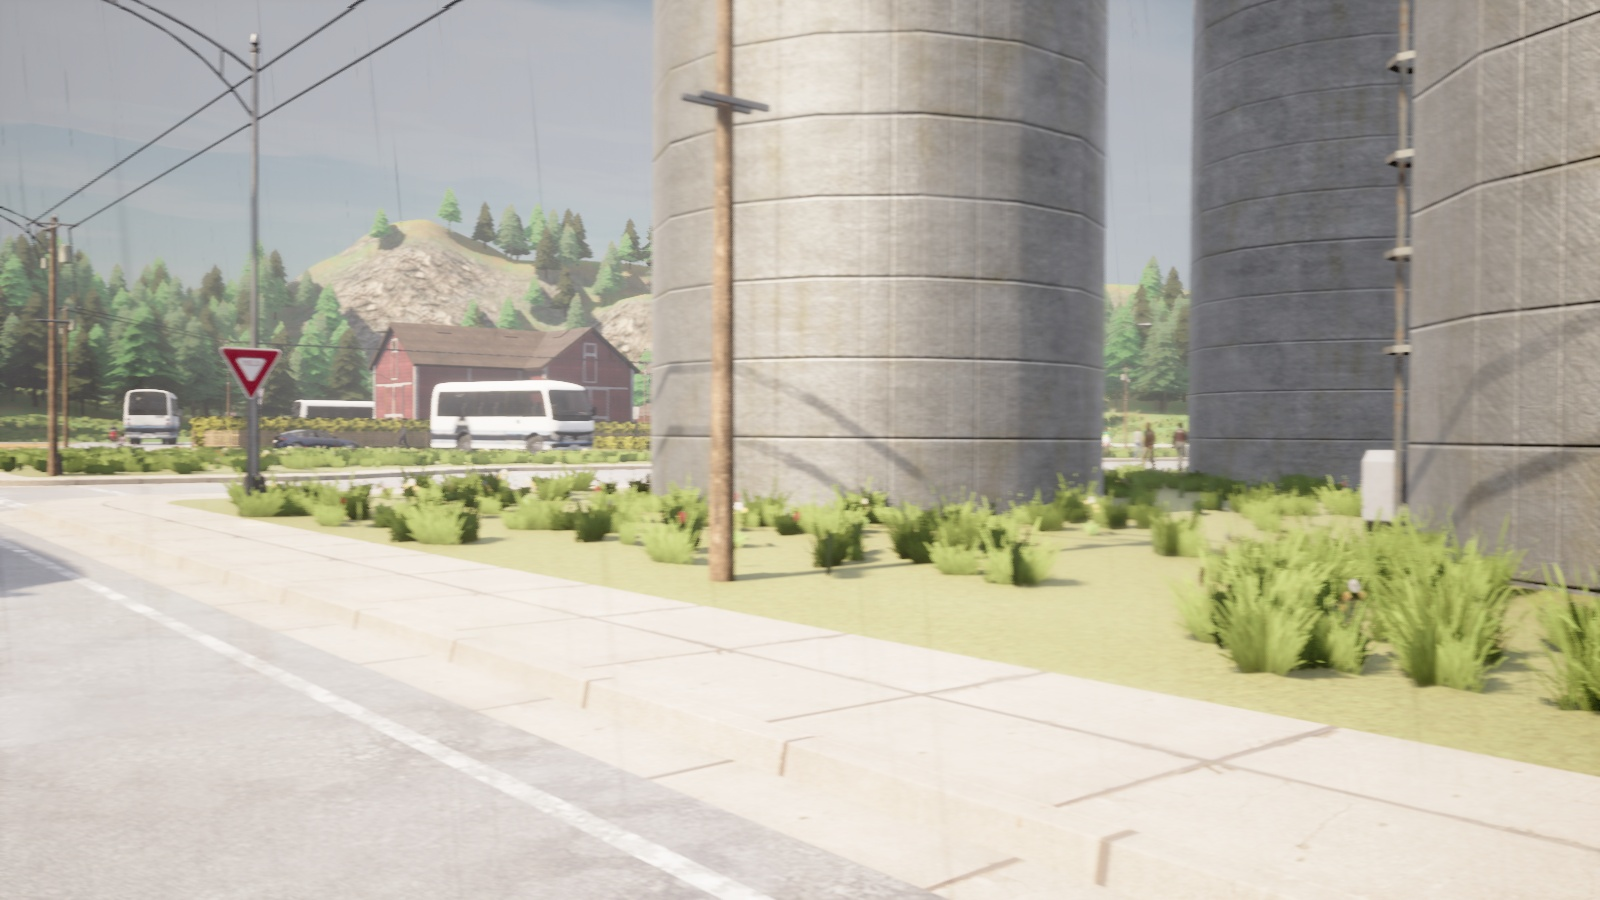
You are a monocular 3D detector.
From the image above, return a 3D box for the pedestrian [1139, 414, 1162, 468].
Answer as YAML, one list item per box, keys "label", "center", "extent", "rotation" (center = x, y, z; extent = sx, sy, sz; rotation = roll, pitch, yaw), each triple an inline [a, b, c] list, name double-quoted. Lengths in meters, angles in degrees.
- label: "pedestrian"
  center: [12.109, -0.318, 43.324]
  extent: [0.703, 1.840, 0.431]
  rotation: [-1, 1, -40]

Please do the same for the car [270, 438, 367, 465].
- label: "car"
  center: [-28.012, 0.068, 73.098]
  extent: [4.792, 1.488, 2.163]
  rotation: [-1, 1, -39]

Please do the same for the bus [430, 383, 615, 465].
- label: "bus"
  center: [-15.403, -1.394, 69.255]
  extent: [10.273, 4.253, 3.944]
  rotation: [0, 2, 35]

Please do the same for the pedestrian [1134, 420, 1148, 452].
- label: "pedestrian"
  center: [19.678, -0.782, 72.462]
  extent: [0.706, 1.836, 0.354]
  rotation: [-1, 1, -33]

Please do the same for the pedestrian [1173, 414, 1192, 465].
- label: "pedestrian"
  center: [14.457, -0.396, 47.429]
  extent: [0.402, 1.930, 0.666]
  rotation: [0, 1, 45]
